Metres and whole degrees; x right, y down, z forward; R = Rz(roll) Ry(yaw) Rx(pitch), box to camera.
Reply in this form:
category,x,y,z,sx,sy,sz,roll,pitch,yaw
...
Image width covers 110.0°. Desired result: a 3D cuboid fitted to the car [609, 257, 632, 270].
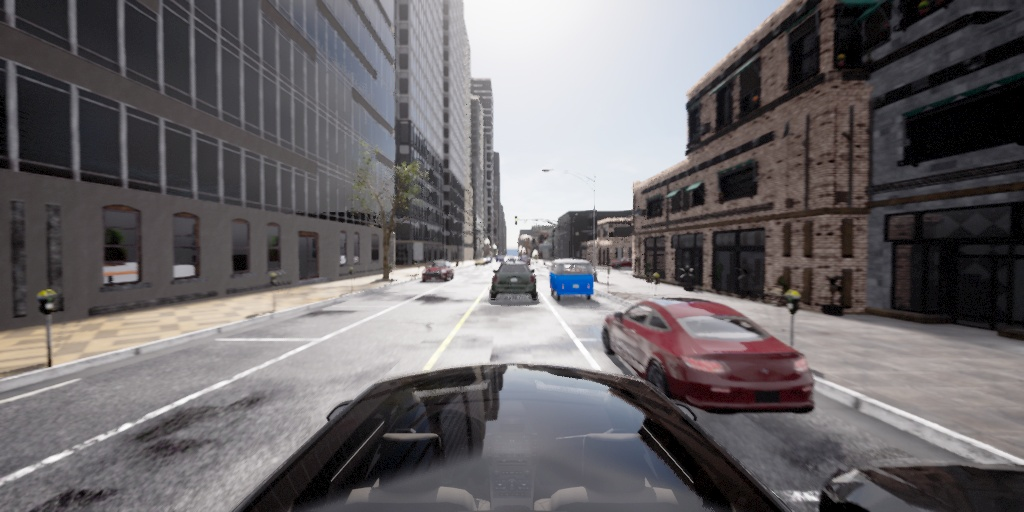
category,x,y,z,sx,sy,sz,roll,pitch,yaw
car,16.504,1.008,51.247,5.009,1.841,2.192,0,0,1

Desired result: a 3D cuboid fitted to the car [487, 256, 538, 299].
category,x,y,z,sx,sy,sz,roll,pitch,yaw
car,0.090,1.048,17.685,2.097,1.767,4.553,0,0,0

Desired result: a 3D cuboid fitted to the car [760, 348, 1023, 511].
category,x,y,z,sx,sy,sz,roll,pitch,yaw
car,2.689,1.321,0.302,1.948,1.339,4.313,0,0,0

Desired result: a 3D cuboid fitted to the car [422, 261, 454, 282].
category,x,y,z,sx,sy,sz,roll,pitch,yaw
car,-5.699,1.102,27.987,1.967,1.591,4.097,0,0,0

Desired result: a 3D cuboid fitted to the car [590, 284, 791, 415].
category,x,y,z,sx,sy,sz,roll,pitch,yaw
car,2.688,1.319,5.836,1.802,1.307,4.207,0,0,0

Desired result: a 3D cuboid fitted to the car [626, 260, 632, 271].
category,x,y,z,sx,sy,sz,roll,pitch,yaw
car,16.400,1.416,42.869,4.313,1.339,1.948,0,0,1

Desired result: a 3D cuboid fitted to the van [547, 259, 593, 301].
category,x,y,z,sx,sy,sz,roll,pitch,yaw
van,2.685,1.040,16.905,1.690,1.789,3.998,0,0,0
